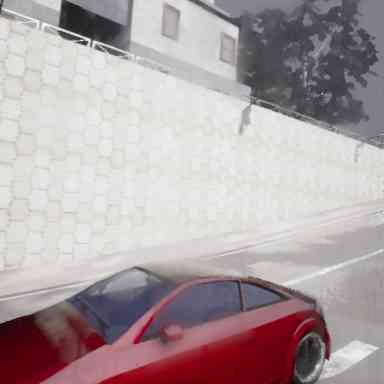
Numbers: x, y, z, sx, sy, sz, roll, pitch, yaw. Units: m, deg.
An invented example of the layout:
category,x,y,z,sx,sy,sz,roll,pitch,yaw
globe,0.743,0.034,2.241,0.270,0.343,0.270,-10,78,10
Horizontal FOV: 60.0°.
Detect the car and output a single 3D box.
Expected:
category,x,y,z,sx,sy,sz,roll,pitch,yaw
car,-0.337,1.561,3.747,4.181,1.385,1.994,0,0,-35
